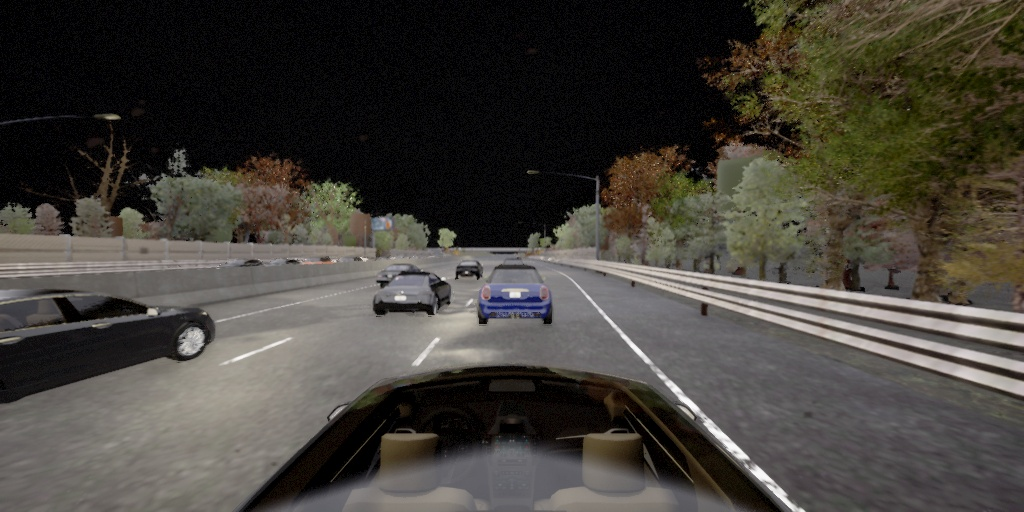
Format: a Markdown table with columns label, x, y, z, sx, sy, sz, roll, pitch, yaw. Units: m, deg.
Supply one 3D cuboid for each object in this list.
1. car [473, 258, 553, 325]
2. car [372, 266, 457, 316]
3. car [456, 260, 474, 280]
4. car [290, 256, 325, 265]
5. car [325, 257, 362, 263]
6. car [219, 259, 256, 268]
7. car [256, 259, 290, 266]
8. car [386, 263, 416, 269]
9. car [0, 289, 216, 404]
| label | x | y | z | sx | sy | sz | roll | pitch | yaw |
| --- | --- | --- | --- | --- | --- | --- | --- | --- | --- |
| car | 0.089 | 1.043 | 11.711 | 2.097 | 1.767 | 4.553 | 0 | 0 | 0 |
| car | -3.409 | 1.247 | 12.977 | 1.994 | 1.385 | 4.181 | 0 | 0 | 0 |
| car | -3.411 | 1.070 | 29.437 | 1.882 | 1.535 | 5.008 | 0 | 0 | 0 |
| car | -21.095 | 0.897 | 38.485 | 2.097 | 1.767 | 4.553 | 0 | 0 | 0 |
| car | -17.596 | 0.898 | 38.488 | 2.097 | 1.767 | 4.553 | 0 | 0 | 0 |
| car | -28.022 | 1.056 | 37.330 | 1.837 | 1.490 | 4.892 | 0 | 0 | -1 |
| car | -24.594 | 1.050 | 38.540 | 1.837 | 1.490 | 4.892 | 0 | 0 | 0 |
| car | -6.918 | 1.175 | 22.891 | 2.033 | 1.411 | 5.357 | 0 | 0 | 0 |
| car | -6.928 | 1.234 | 5.262 | 1.837 | 1.490 | 4.892 | 0 | 1 | 0 |
